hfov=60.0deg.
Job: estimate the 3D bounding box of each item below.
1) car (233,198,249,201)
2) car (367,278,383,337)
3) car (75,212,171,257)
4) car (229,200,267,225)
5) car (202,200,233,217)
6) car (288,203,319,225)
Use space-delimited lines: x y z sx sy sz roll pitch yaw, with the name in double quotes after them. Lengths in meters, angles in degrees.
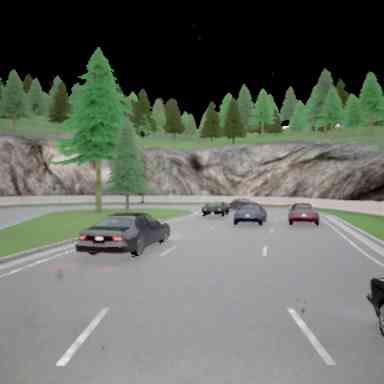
5.515 1.407 37.911 2.033 1.411 5.357 0 0 -15 "car"
3.694 1.591 3.232 1.895 1.301 4.718 0 0 2 "car"
-2.362 1.496 12.851 2.033 1.411 5.357 0 0 12 "car"
4.130 1.478 23.328 1.994 1.385 4.181 0 0 16 "car"
2.246 1.488 30.016 1.895 1.301 4.718 0 0 14 "car"
7.817 1.480 23.539 1.994 1.385 4.181 0 0 15 "car"
